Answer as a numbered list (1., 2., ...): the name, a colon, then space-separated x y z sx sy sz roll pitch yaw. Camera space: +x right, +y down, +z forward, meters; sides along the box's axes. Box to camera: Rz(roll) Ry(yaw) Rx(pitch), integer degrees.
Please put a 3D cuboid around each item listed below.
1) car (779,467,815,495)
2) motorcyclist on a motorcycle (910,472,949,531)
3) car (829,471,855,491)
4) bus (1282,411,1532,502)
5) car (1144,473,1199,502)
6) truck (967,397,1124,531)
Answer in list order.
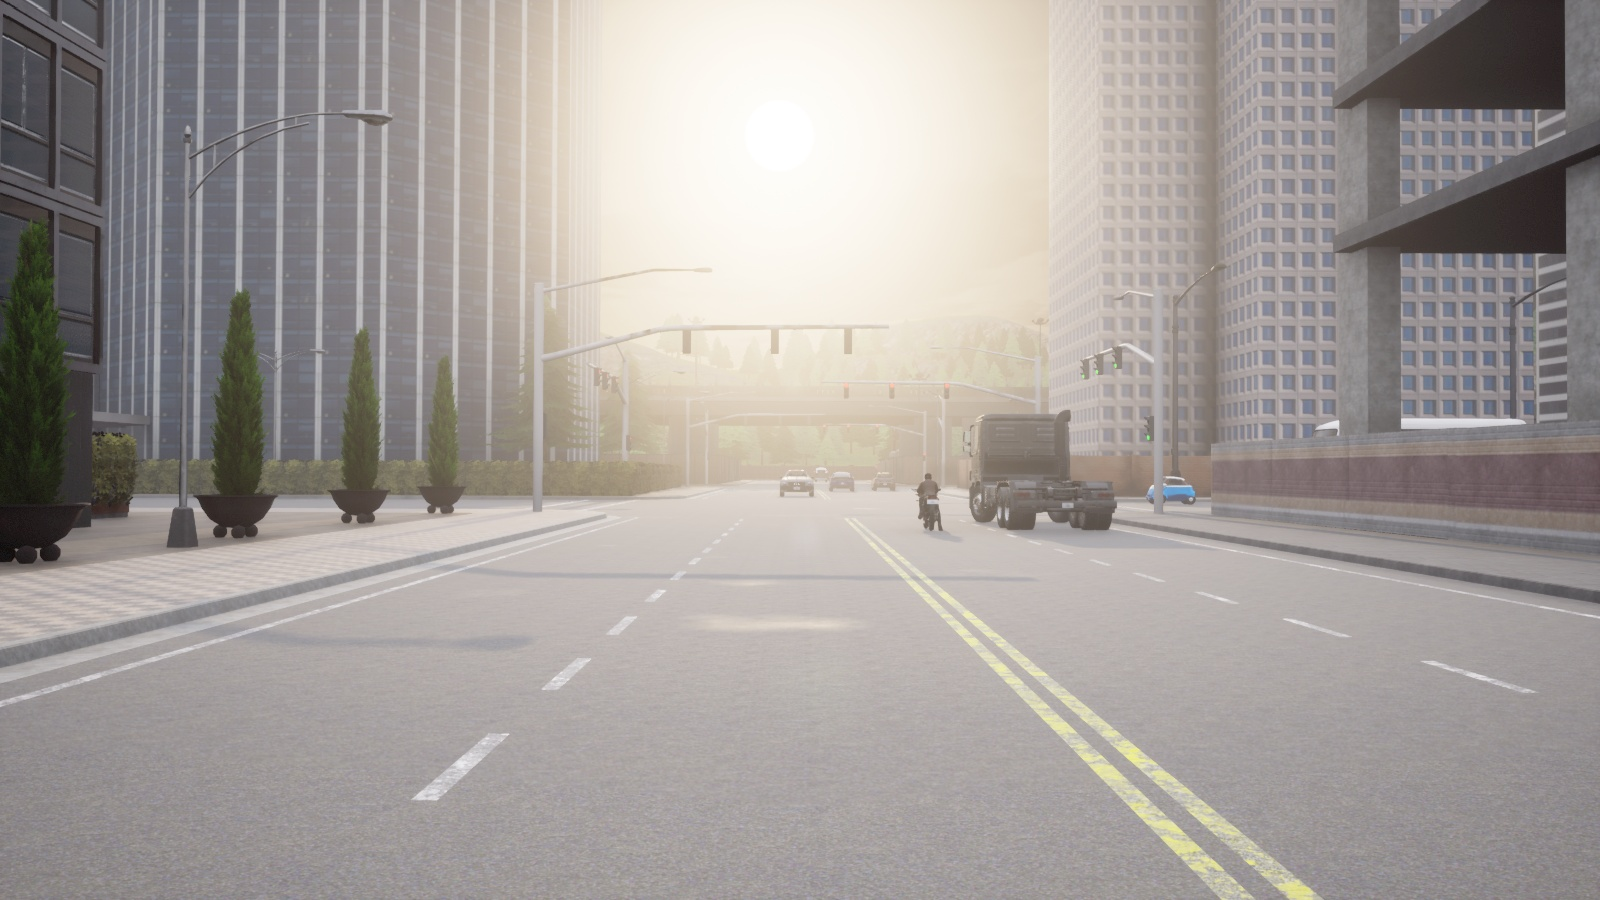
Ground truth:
1. car: -0.183 1.908 78.435 2.152 1.651 5.027 0 -1 0
2. motorcyclist on a motorcycle: 3.422 1.341 33.314 0.797 1.523 2.044 0 -1 0
3. car: 3.270 2.425 98.267 1.882 1.535 5.008 0 -1 0
4. bus: 29.482 0.349 61.421 10.273 4.253 3.944 0 -1 0
5. car: 18.165 1.826 61.453 2.207 1.376 1.481 0 -1 0
6. truck: 6.892 0.416 36.473 2.891 3.462 7.936 0 -1 -1
